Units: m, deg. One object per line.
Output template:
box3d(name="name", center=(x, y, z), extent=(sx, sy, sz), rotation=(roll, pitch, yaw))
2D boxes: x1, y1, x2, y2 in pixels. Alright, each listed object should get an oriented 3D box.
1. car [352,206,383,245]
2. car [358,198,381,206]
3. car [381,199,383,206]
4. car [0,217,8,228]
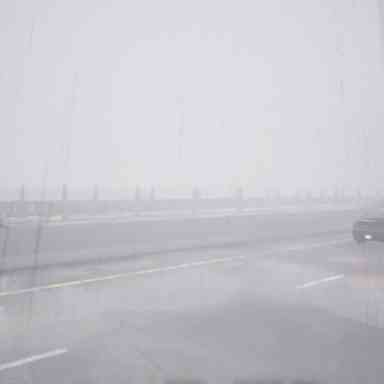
box3d(name="car", center=(8.887, 1.510, 14.481), extent=(4.892, 1.490, 1.837), rotation=(0, 0, -36))
box3d(name="car", center=(22.892, 1.507, 42.075), extent=(4.902, 1.511, 2.128), rotation=(0, 0, -36))
box3d(name="car", center=(24.547, 1.538, 38.957), extent=(4.674, 1.442, 1.812), rotation=(0, 0, -36))
box3d(name="car", center=(-10.419, 1.517, 13.772), extent=(4.892, 1.490, 1.837), rotation=(0, 0, -35))
